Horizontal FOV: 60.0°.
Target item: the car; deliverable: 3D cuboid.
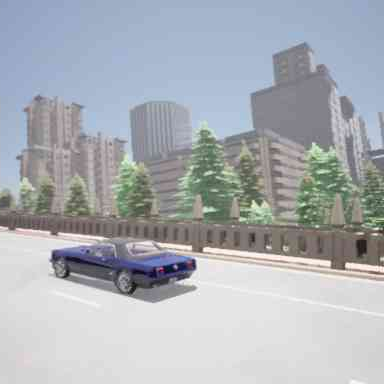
[{"bbox_3d":[-2.267,2.040,9.989,4.718,1.301,1.895,-1,-3,37],"label":"car"}]
